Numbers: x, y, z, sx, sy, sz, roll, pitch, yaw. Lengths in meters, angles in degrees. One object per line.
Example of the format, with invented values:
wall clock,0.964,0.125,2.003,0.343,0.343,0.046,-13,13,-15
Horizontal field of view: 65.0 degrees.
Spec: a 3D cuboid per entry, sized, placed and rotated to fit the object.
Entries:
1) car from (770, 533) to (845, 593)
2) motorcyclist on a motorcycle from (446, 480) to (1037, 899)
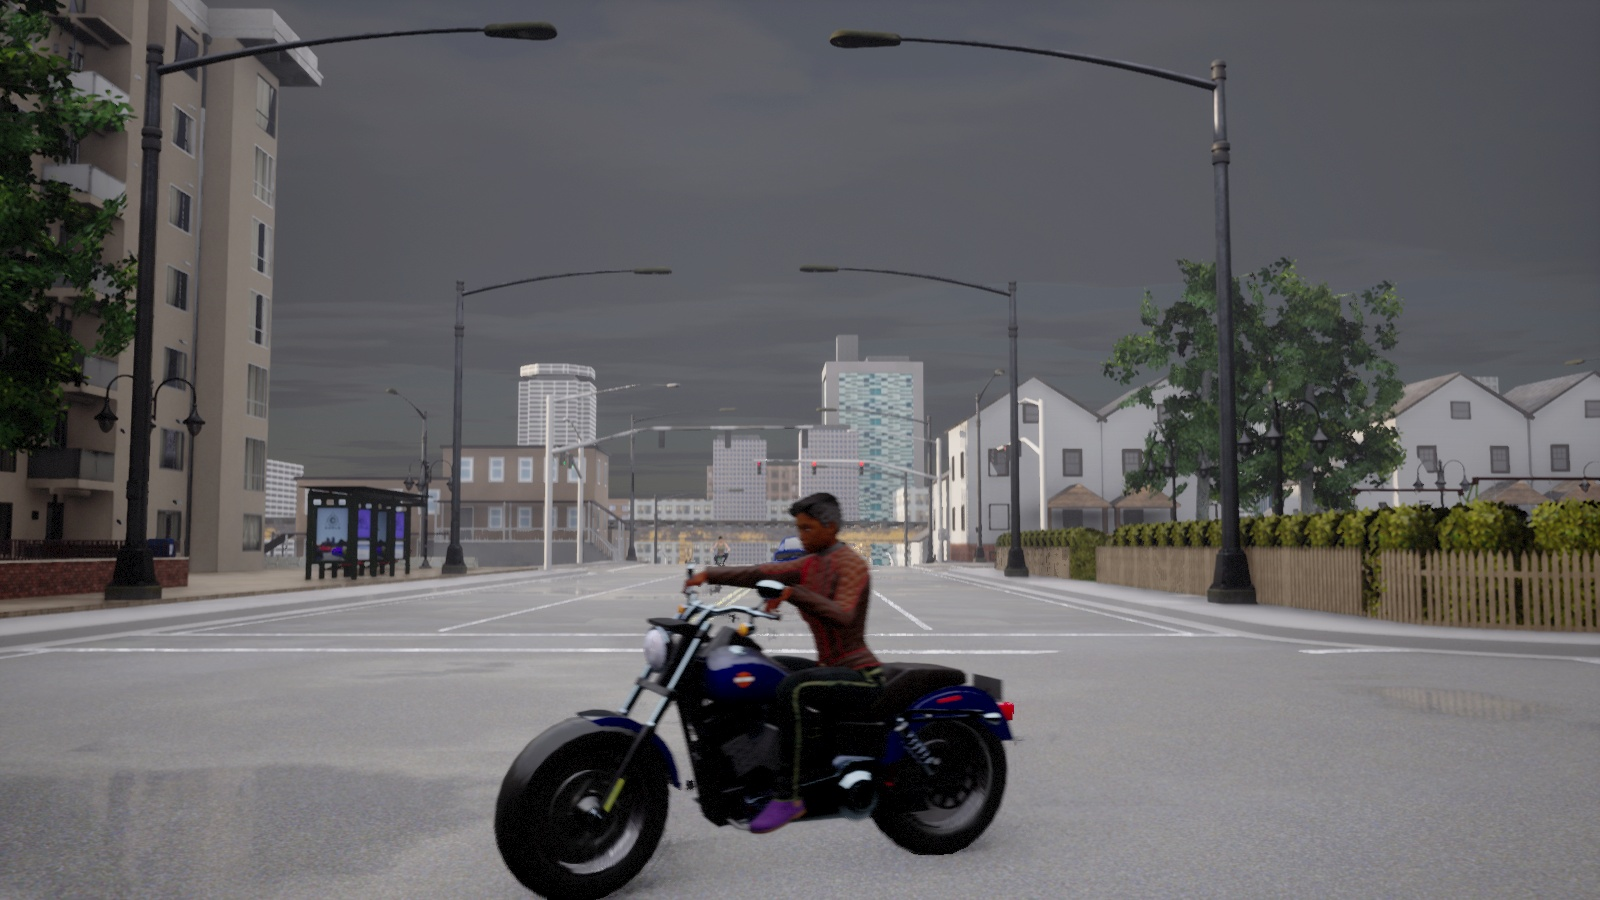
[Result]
car,0.205,3.048,34.282,1.882,1.535,5.008,0,-4,0
motorcyclist on a motorcycle,-0.197,0.979,5.279,2.350,1.649,0.766,2,-3,-26
